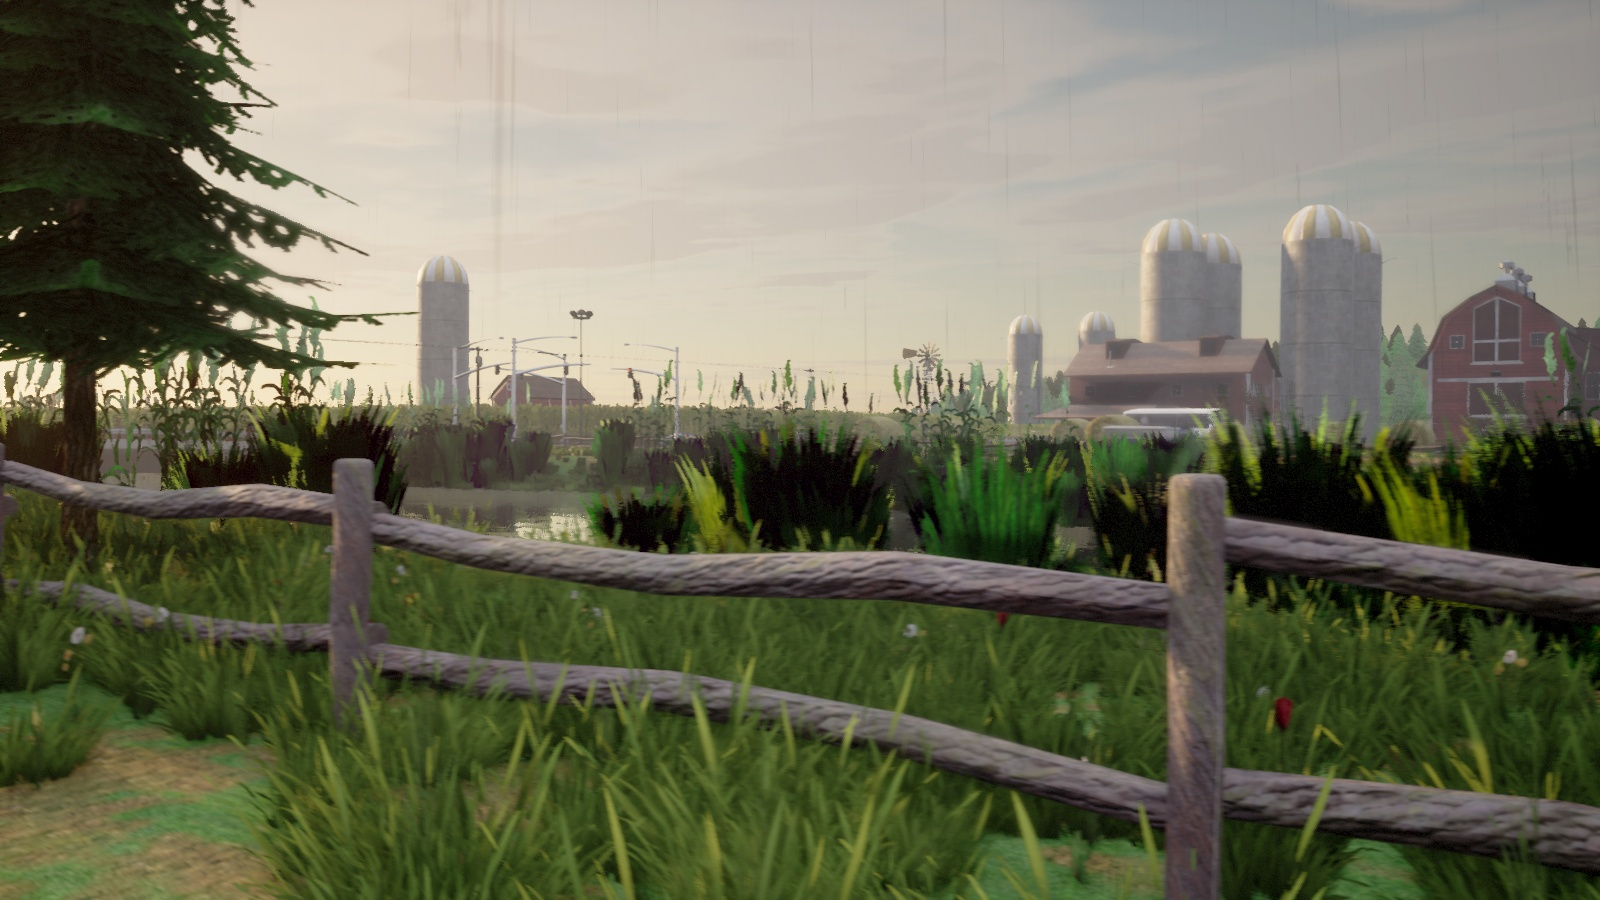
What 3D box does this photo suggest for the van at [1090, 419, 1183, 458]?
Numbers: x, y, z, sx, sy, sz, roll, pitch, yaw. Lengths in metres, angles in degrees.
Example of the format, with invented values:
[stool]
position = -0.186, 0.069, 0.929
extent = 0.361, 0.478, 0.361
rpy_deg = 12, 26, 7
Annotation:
[van]
position = 17.923, -0.623, 67.059
extent = 4.442, 1.987, 1.775
rpy_deg = 0, 1, 40
